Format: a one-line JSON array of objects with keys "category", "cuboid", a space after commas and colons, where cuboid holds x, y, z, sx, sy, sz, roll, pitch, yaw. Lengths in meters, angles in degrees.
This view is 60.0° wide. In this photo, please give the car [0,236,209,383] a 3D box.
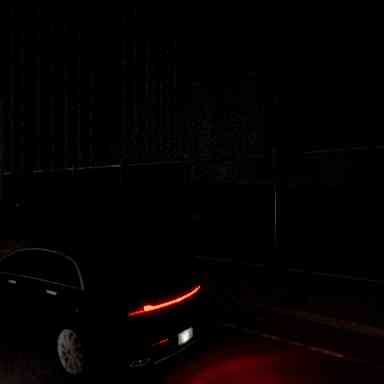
[{"category": "car", "cuboid": [-2.041, 1.505, 5.474, 4.892, 1.490, 1.837, 0, 0, 36]}]
